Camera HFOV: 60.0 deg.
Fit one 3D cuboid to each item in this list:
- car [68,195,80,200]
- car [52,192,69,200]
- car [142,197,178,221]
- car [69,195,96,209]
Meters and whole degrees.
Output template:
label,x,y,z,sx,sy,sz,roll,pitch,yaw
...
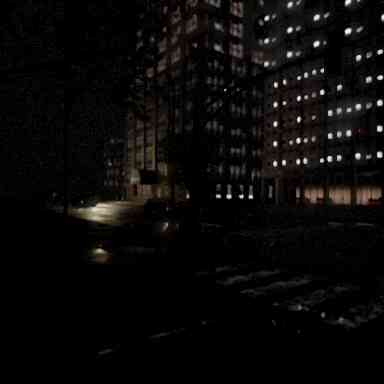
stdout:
label,x,y,z,sx,sy,sz,roll,pitch,yaw
car,-30.492,1.423,85.641,1.994,1.385,4.181,1,0,-34
car,-32.962,1.356,83.489,2.128,1.511,4.902,1,0,-34
car,-2.001,1.221,25.287,2.097,1.767,4.553,1,0,-34
car,-14.091,1.189,43.412,2.097,1.767,4.553,1,0,-34
